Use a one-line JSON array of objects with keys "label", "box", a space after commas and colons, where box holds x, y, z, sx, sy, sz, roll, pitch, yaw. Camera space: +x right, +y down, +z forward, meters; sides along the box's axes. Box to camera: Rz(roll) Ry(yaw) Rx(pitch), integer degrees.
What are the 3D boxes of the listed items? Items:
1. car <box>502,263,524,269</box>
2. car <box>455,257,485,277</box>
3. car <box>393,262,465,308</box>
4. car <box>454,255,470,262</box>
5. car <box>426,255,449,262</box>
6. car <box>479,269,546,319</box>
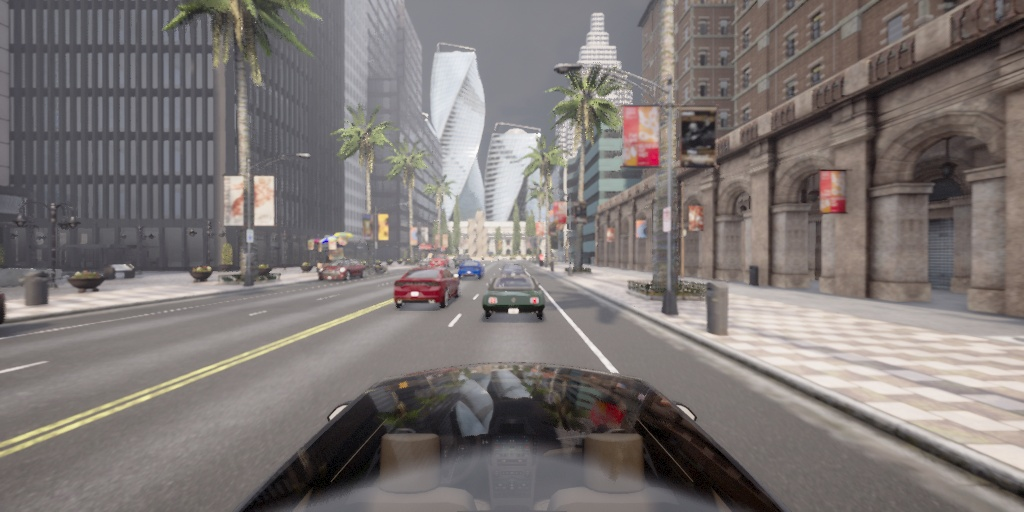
[{"label": "car", "box": [0.070, 1.223, 25.854, 2.033, 1.411, 5.357, 0, 0, 0]}, {"label": "car", "box": [-3.442, 1.137, 31.143, 1.882, 1.535, 5.008, 0, 0, 0]}, {"label": "car", "box": [-3.403, 1.187, 15.119, 1.882, 1.535, 5.008, 0, 0, 1]}, {"label": "car", "box": [-7.300, 0.813, 53.865, 2.150, 2.045, 5.566, 0, 0, 0]}, {"label": "car", "box": [-10.800, 0.814, 53.831, 2.150, 2.045, 5.566, 0, 0, 0]}, {"label": "car", "box": [0.073, 1.317, 12.647, 1.895, 1.301, 4.718, 0, 0, 1]}]
